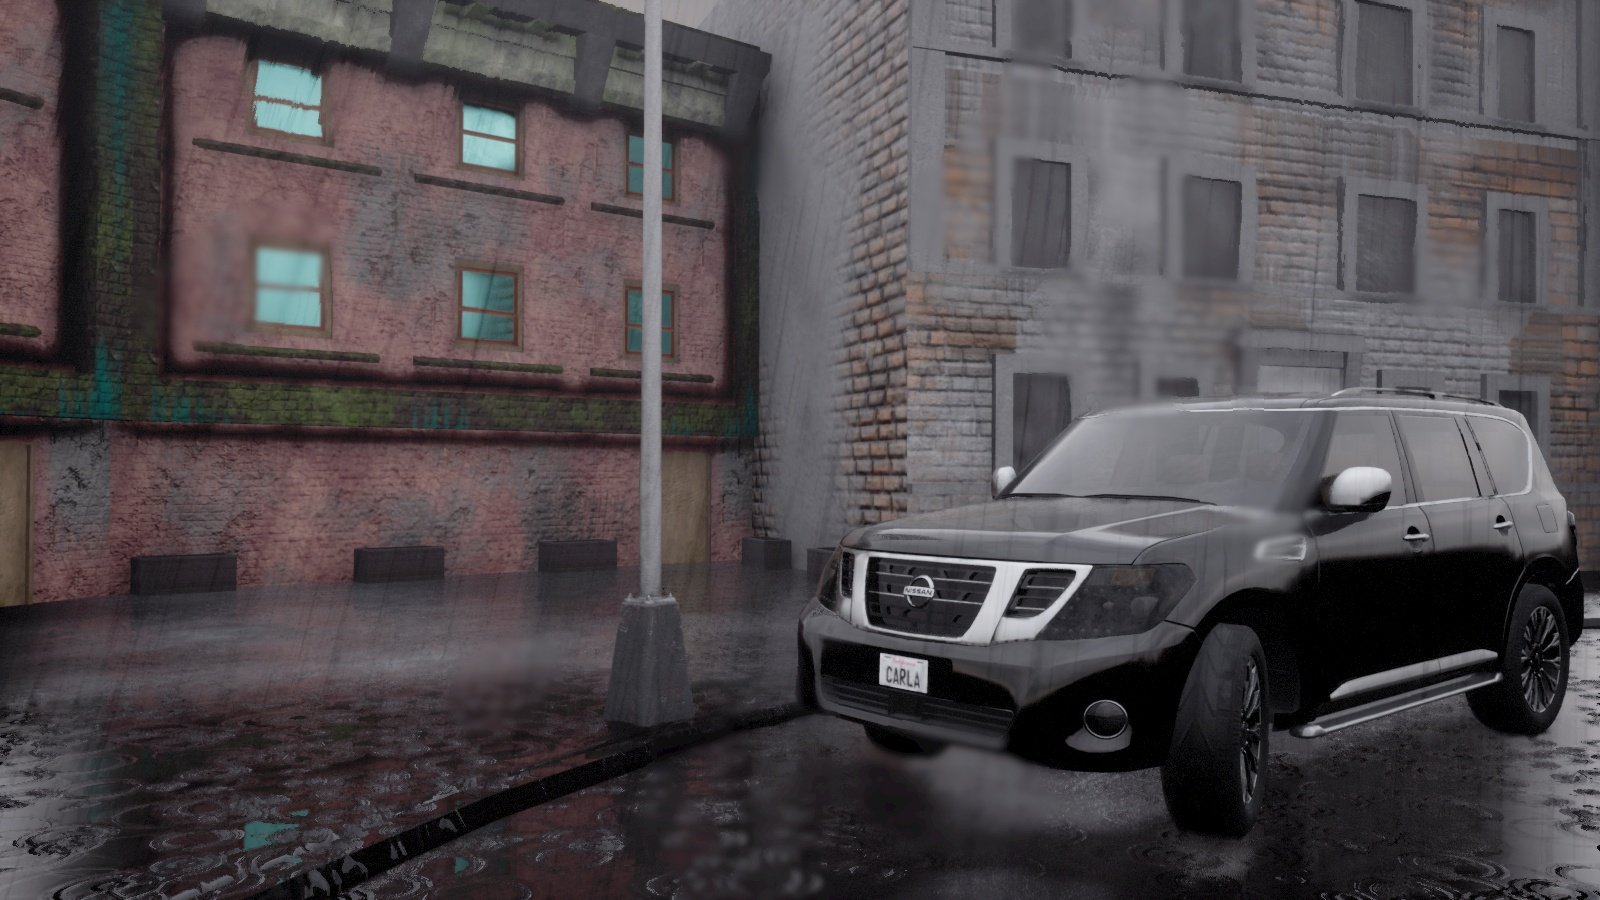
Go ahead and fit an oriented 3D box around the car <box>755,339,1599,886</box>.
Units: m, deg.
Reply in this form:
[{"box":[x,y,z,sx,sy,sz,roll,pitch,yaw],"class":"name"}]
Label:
[{"box":[2.597,0.641,7.321,5.566,2.045,2.150,1,-1,-40],"class":"car"}]
